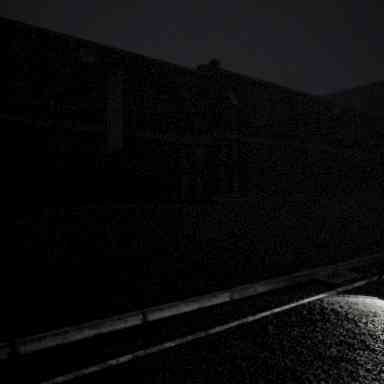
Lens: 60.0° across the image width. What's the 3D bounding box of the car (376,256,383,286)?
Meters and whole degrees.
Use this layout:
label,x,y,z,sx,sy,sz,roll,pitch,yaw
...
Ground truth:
label,x,y,z,sx,sy,sz,roll,pitch,yaw
car,6.045,1.495,7.559,4.181,1.385,1.994,-1,0,-35
